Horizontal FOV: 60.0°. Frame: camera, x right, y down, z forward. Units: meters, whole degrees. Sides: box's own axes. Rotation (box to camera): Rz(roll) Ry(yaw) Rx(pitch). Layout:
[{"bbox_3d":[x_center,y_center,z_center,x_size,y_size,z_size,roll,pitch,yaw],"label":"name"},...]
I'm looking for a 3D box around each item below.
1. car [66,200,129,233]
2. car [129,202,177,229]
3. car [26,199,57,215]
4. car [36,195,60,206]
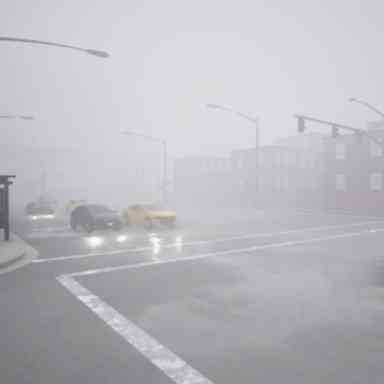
[{"bbox_3d":[-5.733,1.480,19.667,1.837,1.490,4.892,0,0,-35],"label":"car"},{"bbox_3d":[-2.830,1.440,21.620,1.882,1.535,5.008,0,0,-35],"label":"car"},{"bbox_3d":[-15.217,1.539,33.078,1.994,1.385,4.181,0,0,-35],"label":"car"},{"bbox_3d":[-20.041,1.156,46.095,2.033,1.411,5.357,0,0,-35],"label":"car"}]
